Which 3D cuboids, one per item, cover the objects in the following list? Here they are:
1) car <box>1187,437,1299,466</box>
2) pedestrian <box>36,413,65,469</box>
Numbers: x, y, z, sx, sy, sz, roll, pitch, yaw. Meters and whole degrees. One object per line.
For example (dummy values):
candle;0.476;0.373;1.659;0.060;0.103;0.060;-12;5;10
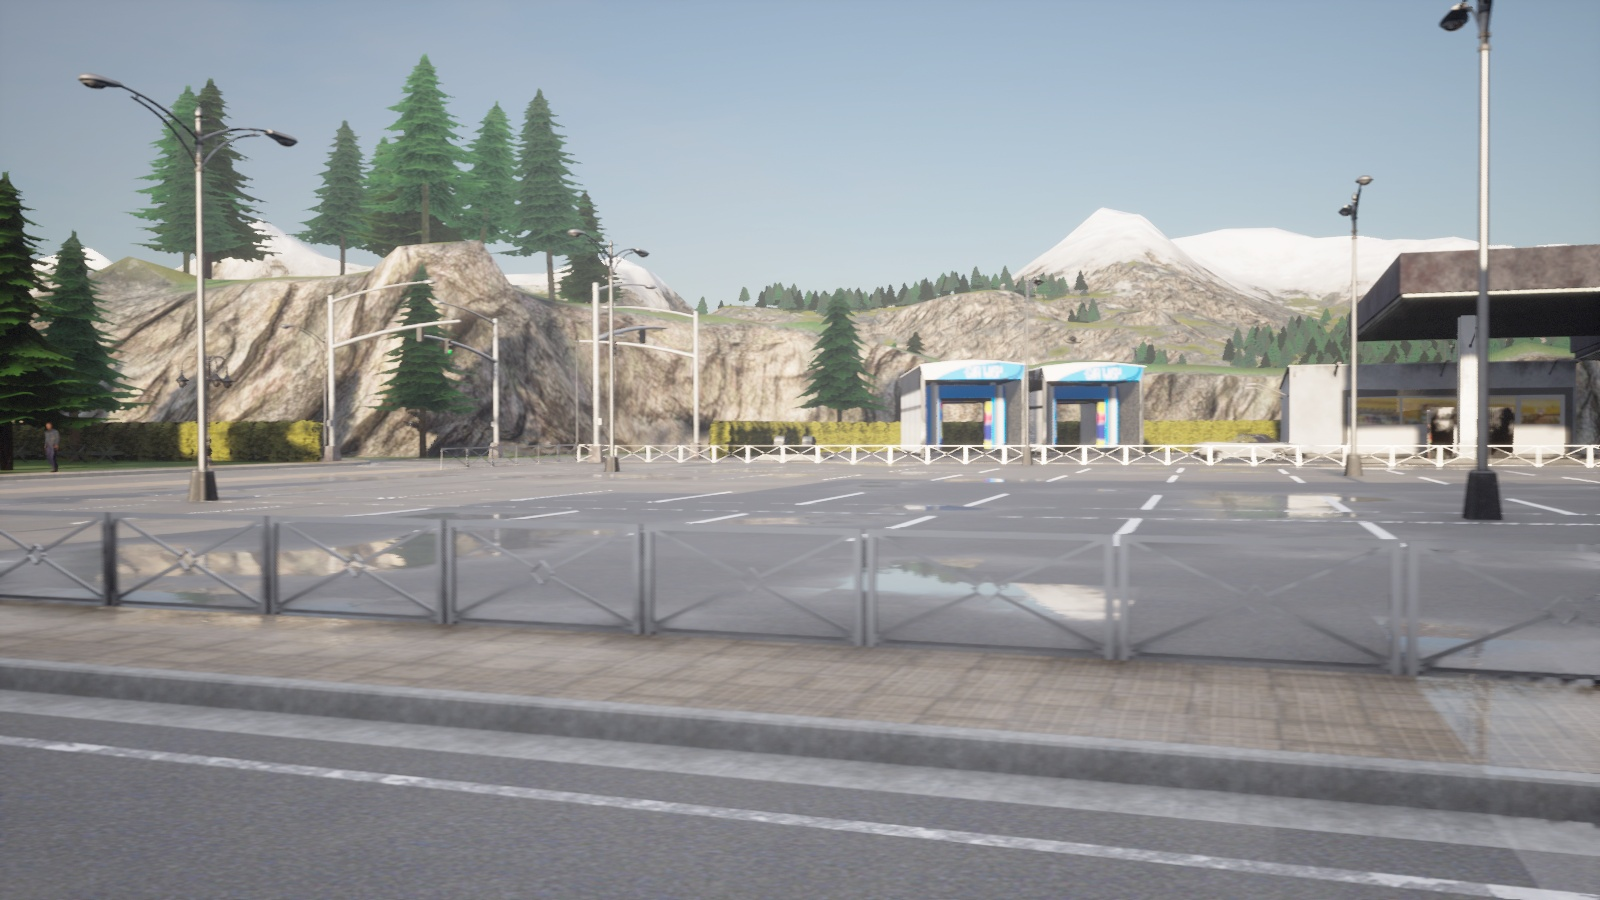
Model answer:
car;21.184;0.058;60.183;4.718;1.301;1.895;0;1;4
pedestrian;-26.613;-0.317;44.597;0.423;1.949;0.788;0;1;16
